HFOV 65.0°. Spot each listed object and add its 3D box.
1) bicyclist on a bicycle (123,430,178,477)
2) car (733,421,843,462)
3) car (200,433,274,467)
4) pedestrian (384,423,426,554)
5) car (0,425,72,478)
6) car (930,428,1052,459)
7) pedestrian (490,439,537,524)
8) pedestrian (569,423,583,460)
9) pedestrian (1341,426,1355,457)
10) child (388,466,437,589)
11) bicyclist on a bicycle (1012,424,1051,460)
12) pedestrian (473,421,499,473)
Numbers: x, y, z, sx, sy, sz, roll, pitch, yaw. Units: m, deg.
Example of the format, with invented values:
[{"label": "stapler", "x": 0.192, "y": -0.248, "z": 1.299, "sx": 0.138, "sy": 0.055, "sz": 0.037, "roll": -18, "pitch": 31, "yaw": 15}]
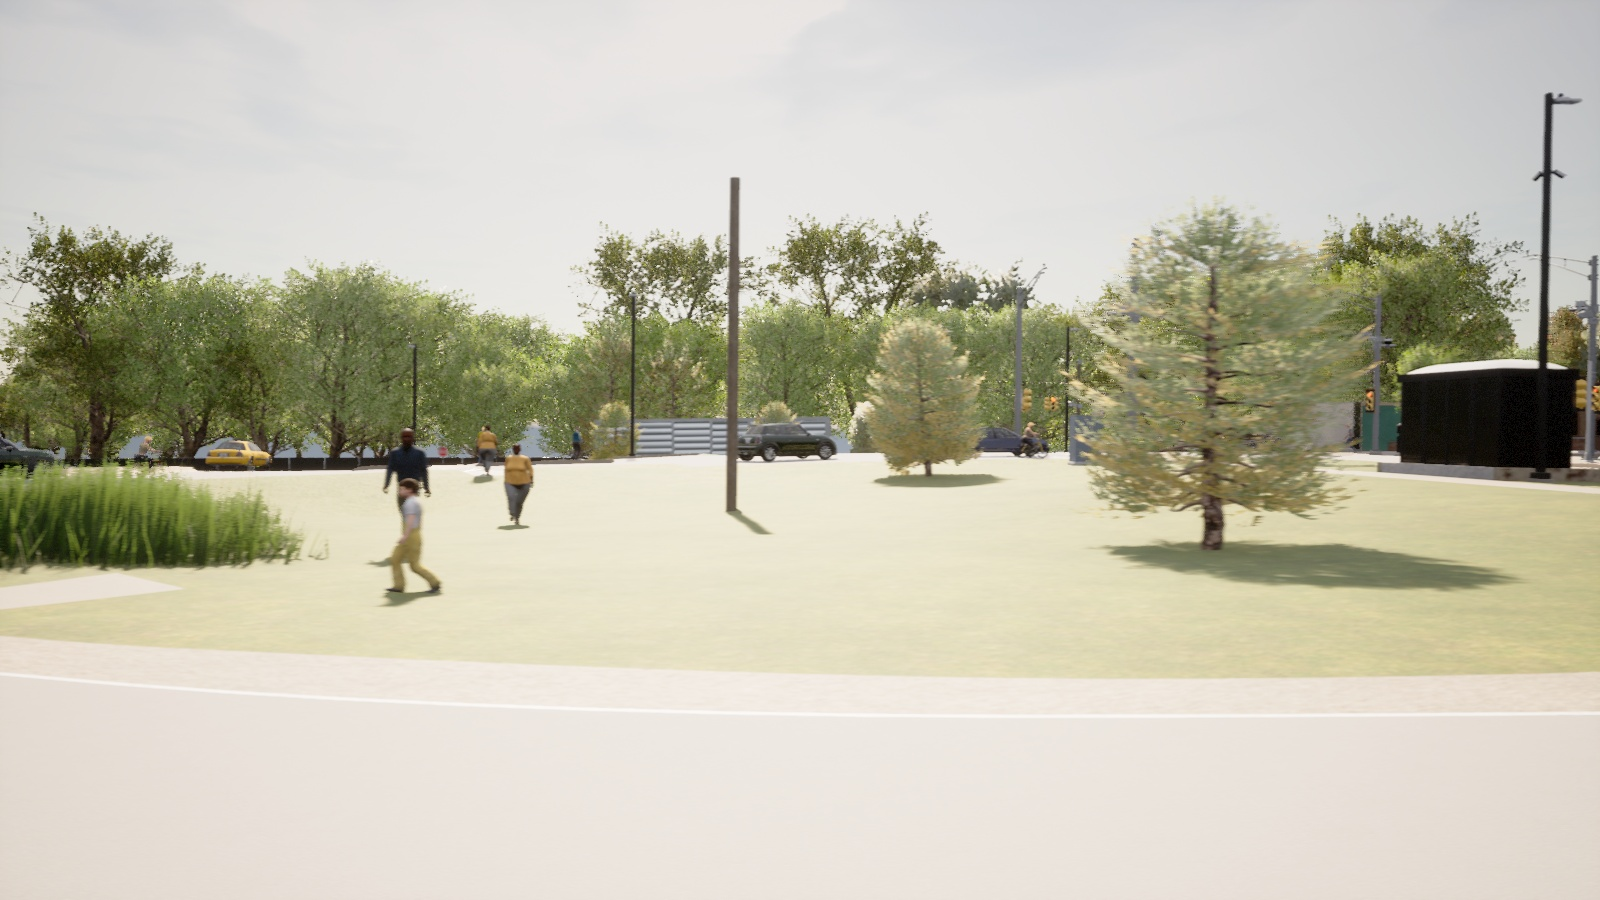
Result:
[{"label": "bicyclist on a bicycle", "x": -23.237, "y": 0.113, "z": 44.939, "sx": 0.866, "sy": 1.612, "sz": 1.509, "roll": 4, "pitch": 4, "yaw": 36}, {"label": "car", "x": -0.544, "y": -0.416, "z": 56.760, "sx": 4.553, "sy": 1.767, "sz": 2.097, "roll": -2, "pitch": 2, "yaw": -34}, {"label": "car", "x": -27.364, "y": 0.027, "z": 61.227, "sx": 1.801, "sy": 1.575, "sz": 5.366, "roll": 1, "pitch": -1, "yaw": -7}, {"label": "pedestrian", "x": -5.669, "y": 0.539, "z": 18.045, "sx": 0.370, "sy": 1.835, "sz": 0.726, "roll": 1, "pitch": 1, "yaw": -3}, {"label": "car", "x": -28.049, "y": 0.037, "z": 43.434, "sx": 2.097, "sy": 1.767, "sz": 4.553, "roll": 3, "pitch": 3, "yaw": 43}, {"label": "car", "x": 9.027, "y": -0.318, "z": 59.548, "sx": 5.357, "sy": 1.411, "sz": 2.033, "roll": 0, "pitch": 1, "yaw": -13}, {"label": "pedestrian", "x": -6.380, "y": 0.692, "z": 28.003, "sx": 0.874, "sy": 1.855, "sz": 0.900, "roll": 1, "pitch": 1, "yaw": -5}, {"label": "pedestrian", "x": -11.782, "y": -0.453, "z": 66.047, "sx": 0.396, "sy": 1.930, "sz": 0.692, "roll": 2, "pitch": 1, "yaw": 23}, {"label": "pedestrian", "x": 32.571, "y": -0.522, "z": 74.666, "sx": 0.706, "sy": 1.836, "sz": 0.354, "roll": 2, "pitch": 1, "yaw": 21}, {"label": "child", "x": -4.047, "y": 0.804, "z": 13.130, "sx": 0.437, "sy": 1.263, "sz": 0.270, "roll": 1, "pitch": 1, "yaw": -8}, {"label": "bicyclist on a bicycle", "x": 10.427, "y": -0.362, "z": 56.598, "sx": 1.509, "sy": 1.612, "sz": 0.866, "roll": 0, "pitch": 1, "yaw": -10}, {"label": "pedestrian", "x": -11.257, "y": -0.110, "z": 44.993, "sx": 0.874, "sy": 1.855, "sz": 0.900, "roll": 1, "pitch": 1, "yaw": -14}]
